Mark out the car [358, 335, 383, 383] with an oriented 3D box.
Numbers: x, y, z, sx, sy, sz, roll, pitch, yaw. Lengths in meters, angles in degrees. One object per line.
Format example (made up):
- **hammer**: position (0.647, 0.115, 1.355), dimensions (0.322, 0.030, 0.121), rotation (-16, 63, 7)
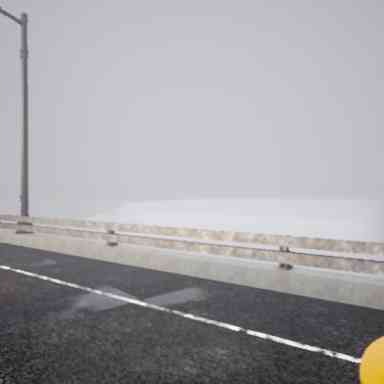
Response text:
- **car**: position (3.510, 1.471, 1.499), dimensions (5.008, 1.535, 1.882), rotation (0, 0, 36)
